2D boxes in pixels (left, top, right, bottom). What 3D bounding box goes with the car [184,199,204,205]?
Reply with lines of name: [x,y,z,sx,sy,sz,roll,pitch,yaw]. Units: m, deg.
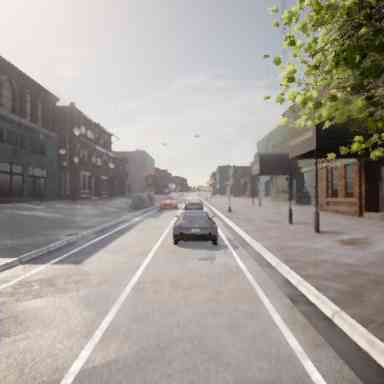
car: [0.214,1.445,33.363,2.128,1.511,4.902,0,0,0]

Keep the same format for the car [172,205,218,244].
car: [0.153,1.548,15.762,1.994,1.385,4.181,0,0,0]

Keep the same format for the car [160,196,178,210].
car: [-2.938,1.312,42.913,2.097,1.767,4.553,0,0,0]

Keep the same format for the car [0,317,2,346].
car: [-3.097,1.223,1.251,2.150,2.045,5.566,0,0,0]
